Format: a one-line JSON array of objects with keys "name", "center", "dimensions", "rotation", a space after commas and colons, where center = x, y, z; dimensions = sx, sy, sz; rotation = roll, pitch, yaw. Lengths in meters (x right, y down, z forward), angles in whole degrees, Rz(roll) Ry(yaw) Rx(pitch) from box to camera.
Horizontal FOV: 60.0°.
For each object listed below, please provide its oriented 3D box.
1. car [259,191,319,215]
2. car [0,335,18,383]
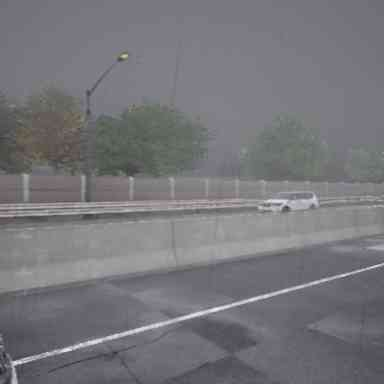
[{"name": "car", "center": [7.835, 0.943, 26.648], "dimensions": [5.566, 2.045, 2.150], "rotation": [0, 0, -35]}, {"name": "car", "center": [-3.744, 1.219, 1.198], "dimensions": [5.566, 2.045, 2.150], "rotation": [0, 0, -35]}]
